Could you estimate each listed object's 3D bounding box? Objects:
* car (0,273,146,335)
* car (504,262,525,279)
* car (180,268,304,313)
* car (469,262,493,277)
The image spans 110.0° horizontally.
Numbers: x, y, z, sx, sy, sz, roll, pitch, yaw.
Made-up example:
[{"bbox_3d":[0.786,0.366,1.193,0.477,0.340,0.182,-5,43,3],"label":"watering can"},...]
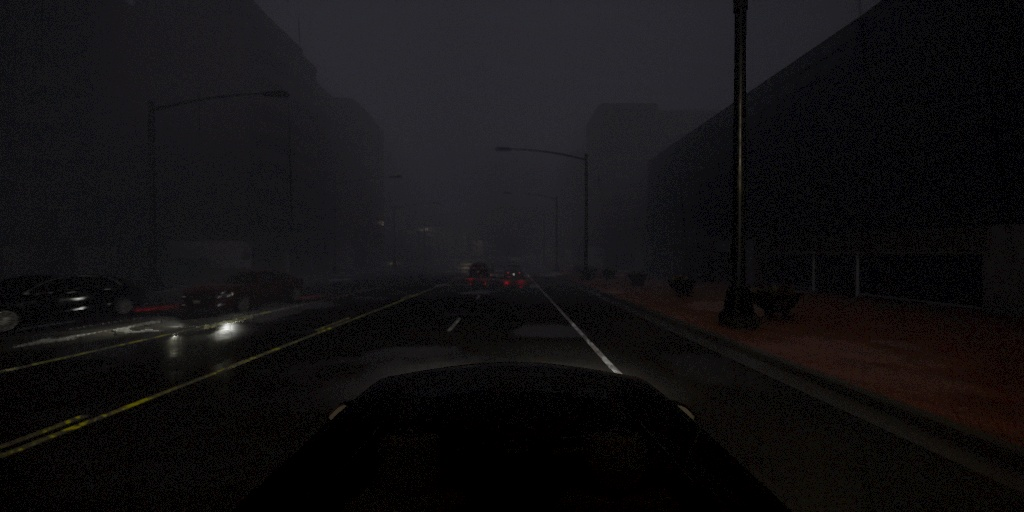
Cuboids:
[{"bbox_3d":[-14.042,1.293,10.767,1.837,1.490,4.892,0,0,0],"label":"car"},{"bbox_3d":[0.157,1.446,35.059,1.812,1.442,4.674,0,0,0],"label":"car"},{"bbox_3d":[-10.537,1.287,14.478,1.882,1.535,5.008,0,-1,0],"label":"car"},{"bbox_3d":[-3.347,1.413,37.701,1.882,1.535,5.008,0,0,0],"label":"car"}]
